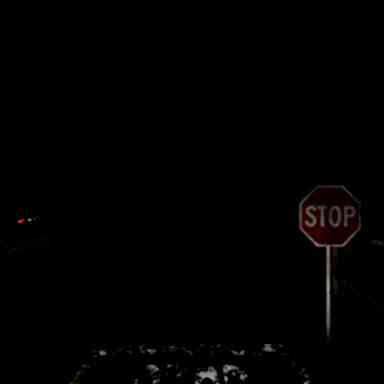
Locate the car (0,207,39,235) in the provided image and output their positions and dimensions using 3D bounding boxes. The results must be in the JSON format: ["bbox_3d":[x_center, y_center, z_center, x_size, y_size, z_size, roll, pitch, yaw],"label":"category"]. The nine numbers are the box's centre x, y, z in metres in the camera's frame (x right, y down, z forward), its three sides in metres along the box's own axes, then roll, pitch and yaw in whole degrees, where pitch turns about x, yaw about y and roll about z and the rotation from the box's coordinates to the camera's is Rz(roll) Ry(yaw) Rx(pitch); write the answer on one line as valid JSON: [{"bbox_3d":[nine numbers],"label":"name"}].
[{"bbox_3d":[-10.755,1.425,16.990,5.357,1.411,2.033,1,-1,3],"label":"car"}]
